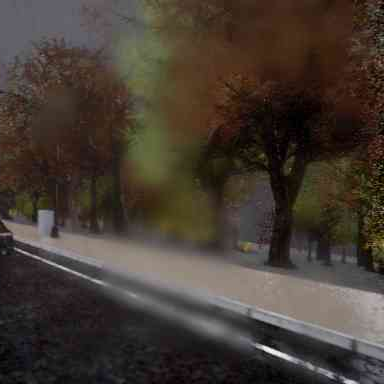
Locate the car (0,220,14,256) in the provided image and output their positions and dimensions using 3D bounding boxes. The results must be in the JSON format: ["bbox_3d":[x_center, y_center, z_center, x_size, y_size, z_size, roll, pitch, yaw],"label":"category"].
[{"bbox_3d":[-8.940,1.823,13.922,2.128,1.511,4.902,2,-2,-42],"label":"car"}]
